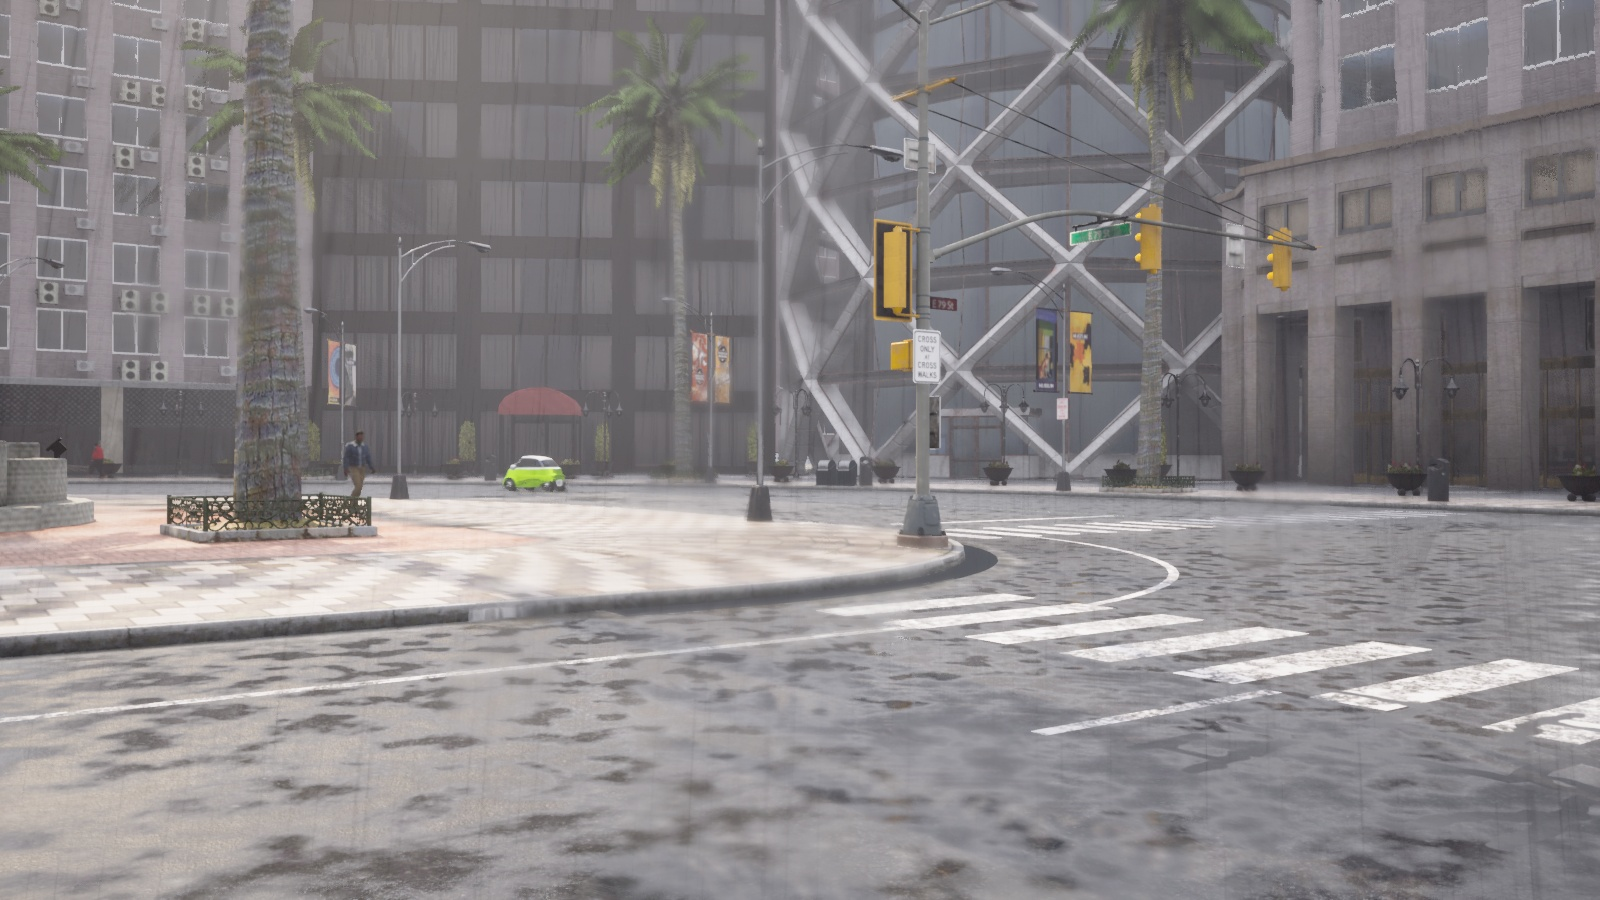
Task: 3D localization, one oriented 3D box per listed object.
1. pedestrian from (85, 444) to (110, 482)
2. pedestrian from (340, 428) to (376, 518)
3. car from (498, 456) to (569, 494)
[{"bbox_3d":[-34.545,0.626,61.735,0.899,1.844,0.634,0,0,-11],"label":"pedestrian"},{"bbox_3d":[-9.714,0.490,27.595,0.788,1.949,0.423,0,0,43],"label":"pedestrian"},{"bbox_3d":[-10.178,0.939,47.963,2.207,1.376,1.481,0,0,23],"label":"car"}]
